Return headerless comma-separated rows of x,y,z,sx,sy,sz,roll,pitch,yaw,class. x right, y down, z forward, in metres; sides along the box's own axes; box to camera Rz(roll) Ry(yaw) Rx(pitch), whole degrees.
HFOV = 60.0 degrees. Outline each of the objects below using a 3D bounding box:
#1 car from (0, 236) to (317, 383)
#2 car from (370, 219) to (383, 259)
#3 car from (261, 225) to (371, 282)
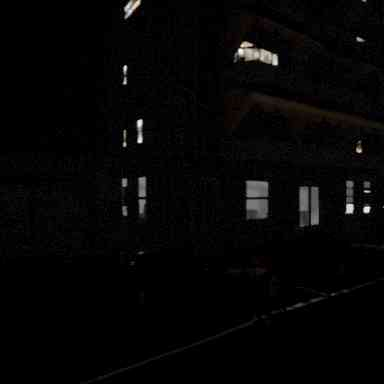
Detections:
-1.419,1.352,2.365,4.553,1.767,2.097,0,0,-35,car
7.003,1.593,11.556,4.206,1.307,1.802,0,0,-36,car
2.405,1.587,8.276,4.206,1.307,1.802,0,0,-36,car
